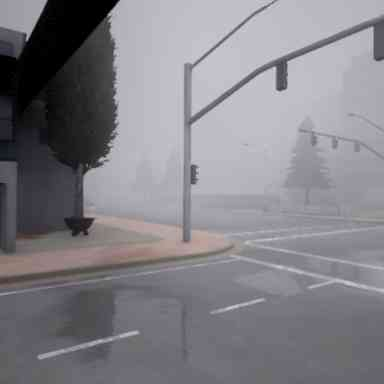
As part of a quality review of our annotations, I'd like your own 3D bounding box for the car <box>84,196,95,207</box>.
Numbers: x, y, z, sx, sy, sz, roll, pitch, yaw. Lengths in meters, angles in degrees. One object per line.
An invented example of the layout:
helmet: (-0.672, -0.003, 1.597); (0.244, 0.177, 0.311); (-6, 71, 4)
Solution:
car: (-17.656, 1.519, 54.611); (2.097, 1.767, 4.553); (1, 0, -36)
